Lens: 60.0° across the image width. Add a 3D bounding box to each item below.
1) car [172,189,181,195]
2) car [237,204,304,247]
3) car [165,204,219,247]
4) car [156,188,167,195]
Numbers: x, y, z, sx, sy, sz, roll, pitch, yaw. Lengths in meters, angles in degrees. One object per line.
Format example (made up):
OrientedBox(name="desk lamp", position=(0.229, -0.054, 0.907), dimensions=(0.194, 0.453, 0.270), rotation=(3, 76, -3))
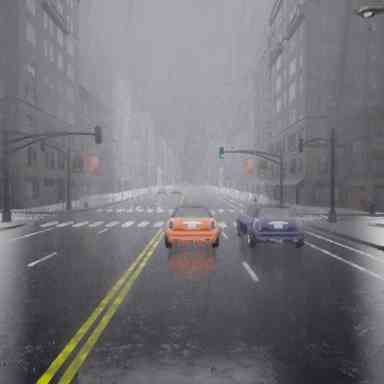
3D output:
OrientedBox(name="car", position=(-3.249, 0.018, 71.657), dimensions=(1.895, 1.301, 4.718), rotation=(0, 2, 0))
OrientedBox(name="car", position=(3.250, 1.289, 14.615), dimensions=(2.097, 1.767, 4.553), rotation=(0, 0, 0))
OrientedBox(name="car", position=(0.000, 1.289, 14.615), dimensions=(2.097, 1.767, 4.553), rotation=(0, 0, 0))
OrientedBox(name="car", position=(-6.499, -0.078, 71.683), dimensions=(1.837, 1.490, 4.892), rotation=(0, 2, 0))
